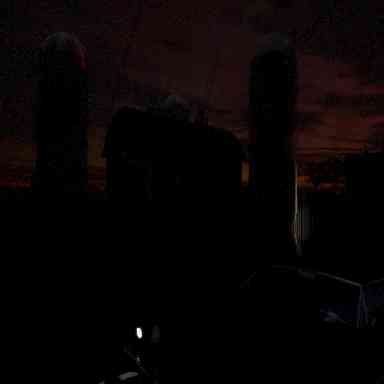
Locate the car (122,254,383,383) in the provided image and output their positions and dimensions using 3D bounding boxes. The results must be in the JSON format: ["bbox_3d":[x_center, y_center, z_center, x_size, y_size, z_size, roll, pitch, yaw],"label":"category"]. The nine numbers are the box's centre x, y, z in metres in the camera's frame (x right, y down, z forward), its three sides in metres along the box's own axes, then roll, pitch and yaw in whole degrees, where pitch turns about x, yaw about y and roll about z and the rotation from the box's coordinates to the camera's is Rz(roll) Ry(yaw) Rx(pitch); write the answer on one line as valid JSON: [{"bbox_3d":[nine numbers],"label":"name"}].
[{"bbox_3d":[1.565,1.602,4.316,4.718,1.301,1.895,0,0,-37],"label":"car"}]
